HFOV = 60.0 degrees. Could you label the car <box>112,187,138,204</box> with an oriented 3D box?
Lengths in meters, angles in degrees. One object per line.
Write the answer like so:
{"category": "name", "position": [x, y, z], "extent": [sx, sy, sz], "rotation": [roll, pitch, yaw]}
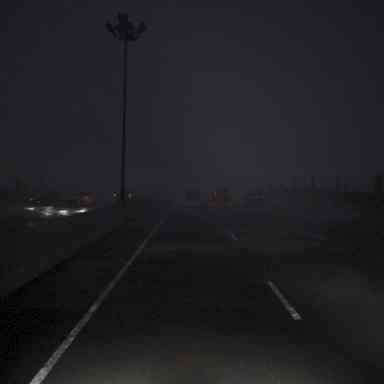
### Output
{"category": "car", "position": [-7.122, 0.342, 35.912], "extent": [2.097, 1.767, 4.553], "rotation": [0, 2, 0]}

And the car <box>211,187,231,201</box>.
{"category": "car", "position": [3.566, 0.184, 41.561], "extent": [2.097, 1.767, 4.553], "rotation": [0, 2, 0]}

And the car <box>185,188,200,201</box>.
{"category": "car", "position": [0.064, 0.263, 43.278], "extent": [1.882, 1.535, 5.008], "rotation": [0, 1, 0]}

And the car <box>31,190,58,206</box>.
{"category": "car", "position": [-14.123, 0.577, 32.907], "extent": [1.837, 1.490, 4.892], "rotation": [0, 2, 0]}

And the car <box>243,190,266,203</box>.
{"category": "car", "position": [7.068, 0.480, 37.997], "extent": [2.033, 1.411, 5.357], "rotation": [0, 2, 0]}

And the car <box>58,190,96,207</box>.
{"category": "car", "position": [-10.623, 0.585, 31.693], "extent": [1.882, 1.535, 5.008], "rotation": [0, 1, 0]}
